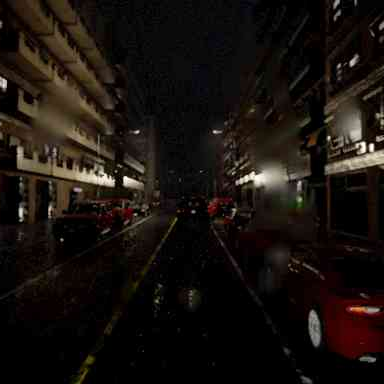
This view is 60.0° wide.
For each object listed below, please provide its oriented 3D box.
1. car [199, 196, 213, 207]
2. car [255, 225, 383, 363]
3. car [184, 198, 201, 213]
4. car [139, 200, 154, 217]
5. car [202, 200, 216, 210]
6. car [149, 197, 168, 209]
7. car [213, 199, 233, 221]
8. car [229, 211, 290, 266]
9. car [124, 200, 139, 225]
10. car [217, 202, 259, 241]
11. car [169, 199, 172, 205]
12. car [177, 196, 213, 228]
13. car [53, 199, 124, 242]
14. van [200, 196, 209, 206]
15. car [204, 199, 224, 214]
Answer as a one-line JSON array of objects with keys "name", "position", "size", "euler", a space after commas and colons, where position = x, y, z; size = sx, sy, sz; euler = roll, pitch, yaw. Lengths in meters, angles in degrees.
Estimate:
[{"name": "car", "position": [2.515, 1.724, 61.321], "size": [2.192, 1.841, 5.009], "euler": [1, 0, 0]}, {"name": "car", "position": [2.582, 1.577, 6.009], "size": [1.887, 1.381, 4.507], "euler": [1, 0, 0]}, {"name": "car", "position": [0.074, 1.608, 41.732], "size": [2.097, 1.767, 4.553], "euler": [0, 0, 0]}, {"name": "car", "position": [-5.318, 1.766, 33.718], "size": [1.947, 1.339, 4.313], "euler": [1, 0, 0]}, {"name": "car", "position": [2.517, 1.900, 50.257], "size": [1.802, 1.307, 4.206], "euler": [1, 0, 0]}, {"name": "car", "position": [-5.324, 1.636, 50.309], "size": [2.192, 1.841, 5.009], "euler": [1, 0, 0]}, {"name": "car", "position": [2.538, 1.477, 28.133], "size": [2.192, 1.841, 5.009], "euler": [1, 0, 0]}, {"name": "car", "position": [2.578, 1.607, 11.539], "size": [1.887, 1.381, 4.507], "euler": [1, 0, 0]}, {"name": "car", "position": [-5.304, 1.445, 22.657], "size": [2.192, 1.841, 5.009], "euler": [1, 0, 0]}, {"name": "car", "position": [2.584, 1.535, 17.071], "size": [1.967, 1.590, 4.097], "euler": [1, 0, 0]}, {"name": "car", "position": [-5.345, 2.091, 72.431], "size": [1.802, 1.307, 4.206], "euler": [1, -1, 0]}, {"name": "car", "position": [0.089, 1.355, 23.559], "size": [2.150, 2.045, 5.566], "euler": [0, 0, 0]}, {"name": "car", "position": [-5.301, 1.412, 17.127], "size": [2.192, 1.841, 5.009], "euler": [1, 0, 0]}, {"name": "van", "position": [2.510, 1.798, 66.853], "size": [1.690, 1.788, 3.998], "euler": [1, -1, 0]}, {"name": "car", "position": [2.527, 1.677, 39.196], "size": [1.967, 1.590, 4.097], "euler": [1, 0, 0]}]
